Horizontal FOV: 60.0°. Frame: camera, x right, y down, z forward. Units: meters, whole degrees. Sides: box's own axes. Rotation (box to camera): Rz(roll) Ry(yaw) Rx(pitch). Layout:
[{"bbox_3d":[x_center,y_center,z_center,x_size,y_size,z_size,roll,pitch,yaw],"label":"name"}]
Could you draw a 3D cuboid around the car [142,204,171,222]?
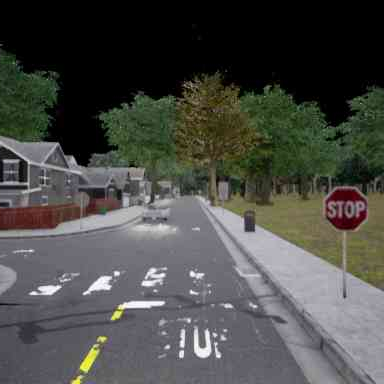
[{"bbox_3d":[-2.726,1.602,26.162,1.895,1.301,4.718,0,0,0],"label":"car"}]
